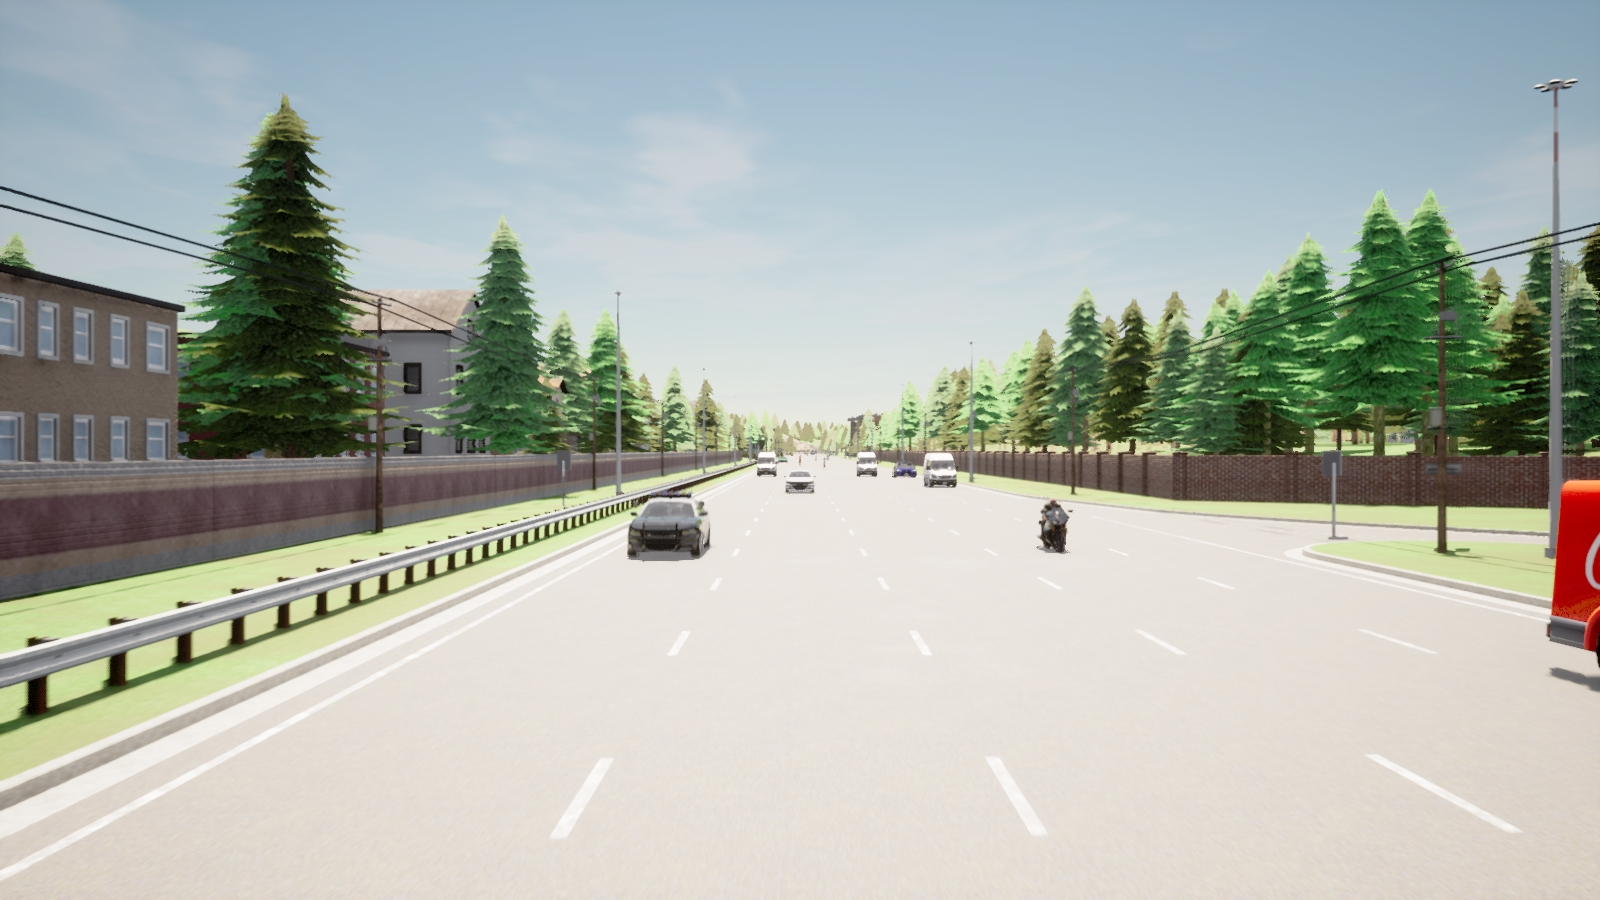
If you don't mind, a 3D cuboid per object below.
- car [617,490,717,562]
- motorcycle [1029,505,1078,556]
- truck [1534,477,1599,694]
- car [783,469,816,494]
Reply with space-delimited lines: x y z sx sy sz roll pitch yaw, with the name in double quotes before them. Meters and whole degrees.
"car" -3.504 1.982 31.072 2.097 1.638 5.238 0 0 0
"motorcycle" 6.997 2.205 31.639 0.867 1.251 2.209 0 0 0
"truck" 10.498 1.568 11.686 2.627 2.467 5.204 0 0 0
"car" -0.008 2.034 74.796 2.097 1.535 5.006 0 0 0
